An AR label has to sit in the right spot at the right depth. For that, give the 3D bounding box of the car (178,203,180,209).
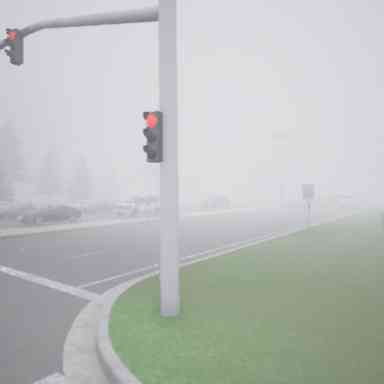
[{"bbox_3d":[-3.541,1.907,48.780,1.994,1.385,4.181,-1,0,35],"label":"car"}]

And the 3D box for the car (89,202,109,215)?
[{"bbox_3d":[-10.615,1.889,38.624,2.033,1.411,5.357,-1,0,35],"label":"car"}]

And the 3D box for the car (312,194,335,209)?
[{"bbox_3d":[19.393,1.489,48.871,2.097,1.767,4.553,-1,0,36],"label":"car"}]

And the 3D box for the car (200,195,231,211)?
[{"bbox_3d":[3.347,1.488,46.428,2.150,2.045,5.566,-1,-1,35],"label":"car"}]

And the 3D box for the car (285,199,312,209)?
[{"bbox_3d":[15.706,1.724,49.812,2.033,1.411,5.357,-1,0,36],"label":"car"}]

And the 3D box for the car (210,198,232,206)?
[{"bbox_3d":[5.417,1.785,61.338,1.812,1.442,4.674,-1,0,36],"label":"car"}]

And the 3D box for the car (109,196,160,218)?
[{"bbox_3d":[-5.330,1.486,33.968,2.150,2.045,5.566,-1,0,35],"label":"car"}]

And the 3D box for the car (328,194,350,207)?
[{"bbox_3d":[25.250,1.357,56.939,2.150,2.045,5.566,-1,0,37],"label":"car"}]

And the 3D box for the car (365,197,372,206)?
[{"bbox_3d":[28.844,1.623,55.920,1.812,1.442,4.674,-1,0,36],"label":"car"}]

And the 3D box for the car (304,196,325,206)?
[{"bbox_3d":[21.220,1.528,57.533,2.097,1.767,4.553,-1,0,36],"label":"car"}]

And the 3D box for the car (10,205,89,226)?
[{"bbox_3d":[-10.959,1.754,25.862,2.128,1.511,4.902,-1,0,35],"label":"car"}]

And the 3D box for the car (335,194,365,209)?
[{"bbox_3d":[22.530,1.320,47.250,2.150,2.045,5.566,-1,0,36],"label":"car"}]

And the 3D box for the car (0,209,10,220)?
[{"bbox_3d":[-15.872,1.904,31.058,1.994,1.385,4.181,-1,0,35],"label":"car"}]
